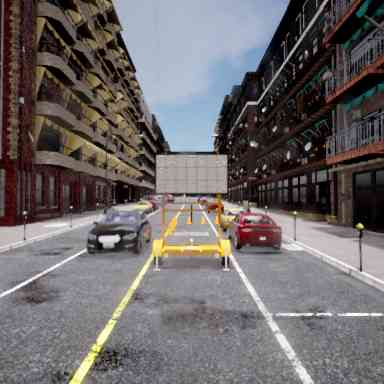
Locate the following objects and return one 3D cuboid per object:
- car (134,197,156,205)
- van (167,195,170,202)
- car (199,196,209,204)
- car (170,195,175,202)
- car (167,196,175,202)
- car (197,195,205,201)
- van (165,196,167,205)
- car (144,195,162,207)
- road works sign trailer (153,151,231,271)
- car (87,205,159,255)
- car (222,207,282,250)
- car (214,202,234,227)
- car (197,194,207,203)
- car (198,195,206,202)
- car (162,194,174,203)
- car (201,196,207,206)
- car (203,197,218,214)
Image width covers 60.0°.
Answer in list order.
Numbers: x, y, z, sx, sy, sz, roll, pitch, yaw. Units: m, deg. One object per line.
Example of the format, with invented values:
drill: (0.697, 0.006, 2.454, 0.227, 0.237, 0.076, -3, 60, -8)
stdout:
car: (-5.334, 1.589, 36.303, 1.752, 1.417, 4.829, 2, 0, 0)
van: (-5.356, 1.474, 58.595, 1.690, 1.788, 3.998, 1, 0, 0)
car: (2.517, 1.618, 69.604, 1.967, 1.590, 4.097, 1, 0, 0)
car: (-5.368, 1.493, 69.656, 2.192, 1.841, 5.009, 1, 0, 0)
car: (-5.393, 1.822, 86.247, 1.947, 1.339, 4.313, 1, 0, 0)
car: (2.449, 1.725, 91.729, 1.967, 1.590, 4.097, 1, 0, 0)
van: (-5.349, 1.453, 53.063, 1.690, 1.788, 3.998, 2, 0, 0)
car: (-5.335, 1.394, 42.005, 2.192, 1.841, 5.009, 2, 0, 0)
road works sign trailer: (-0.011, 0.475, 10.959, 2.380, 3.560, 2.880, 0, 0, 0)
car: (-2.764, 1.507, 13.461, 2.128, 1.511, 4.902, 0, 0, 0)
car: (2.571, 1.561, 14.296, 1.887, 1.381, 4.507, 1, 0, 0)
car: (2.565, 1.551, 19.998, 1.752, 1.417, 4.829, 1, 0, 0)
car: (2.465, 1.543, 80.666, 2.192, 1.841, 5.009, 1, 0, 0)
car: (2.520, 1.677, 58.542, 1.887, 1.381, 4.507, 1, 0, 0)
car: (-5.374, 1.518, 75.186, 2.192, 1.841, 5.009, 1, 0, 0)
car: (2.539, 1.629, 41.950, 2.008, 1.369, 4.403, 1, 0, 0)
car: (2.545, 1.608, 36.418, 1.887, 1.381, 4.507, 1, 0, 0)
